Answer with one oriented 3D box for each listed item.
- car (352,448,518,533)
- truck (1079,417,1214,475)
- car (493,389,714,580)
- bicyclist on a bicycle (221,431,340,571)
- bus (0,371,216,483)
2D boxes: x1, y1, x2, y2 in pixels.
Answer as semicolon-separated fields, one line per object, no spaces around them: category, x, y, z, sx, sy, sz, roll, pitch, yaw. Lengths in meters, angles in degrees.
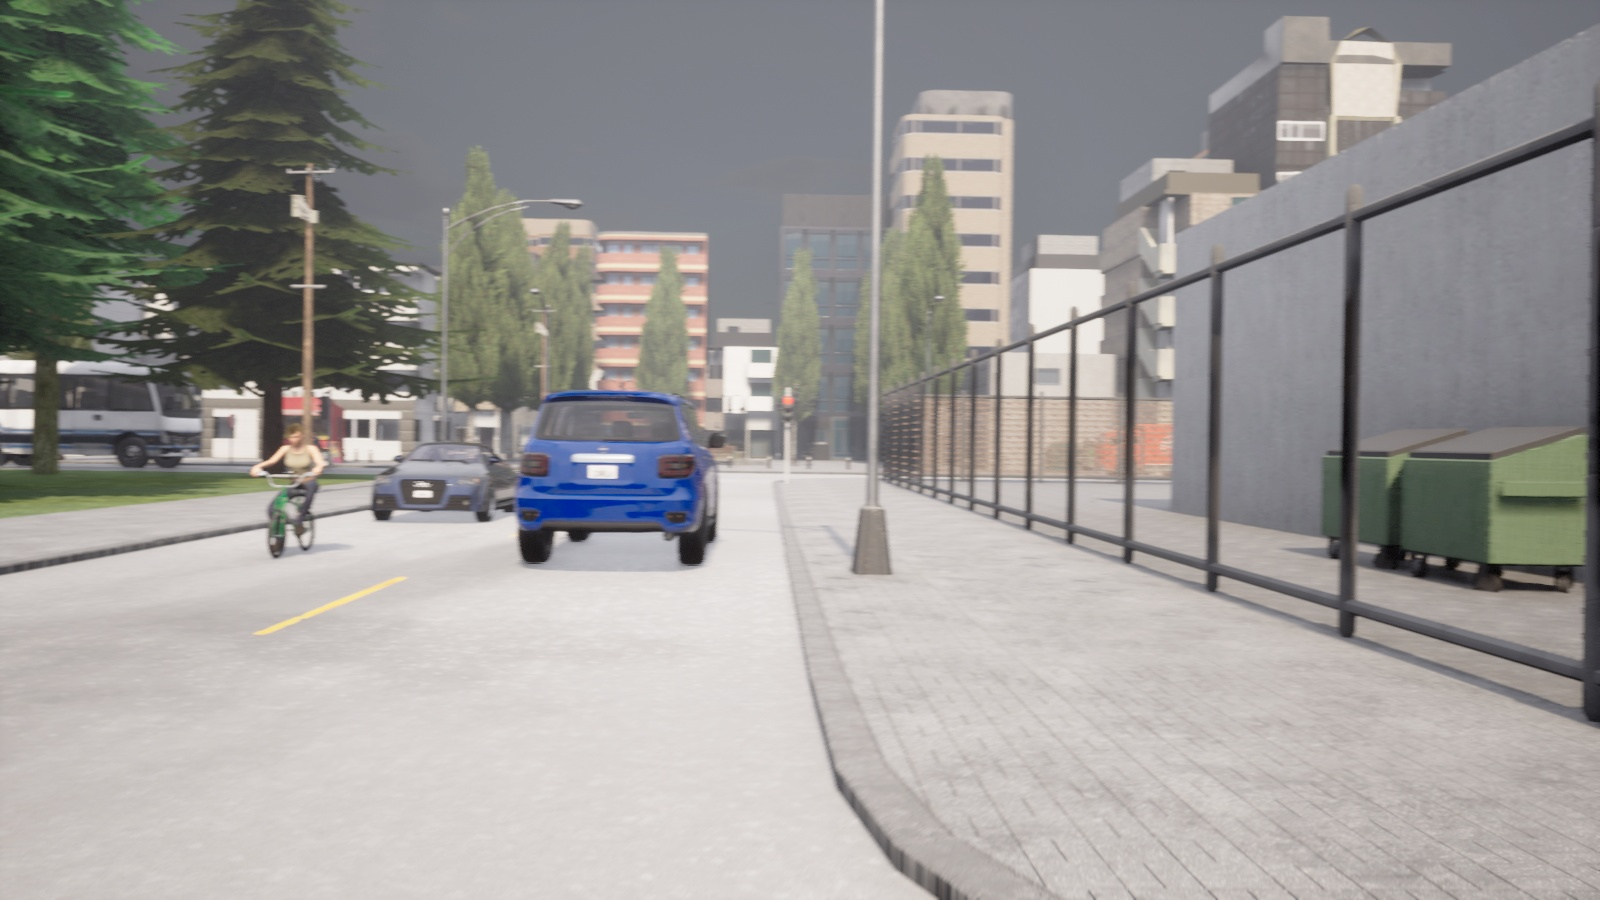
car;-6.554;0.664;23.023;1.994;1.385;4.181;0;0;-3
truck;15.276;-0.186;55.635;5.204;2.467;2.627;0;0;-2
car;-2.303;0.350;16.293;2.150;2.045;5.566;0;0;-2
bicyclist on a bicycle;-6.276;0.589;15.263;0.866;1.612;1.509;0;0;-2
bus;-29.338;-0.884;50.015;10.273;4.253;3.944;0;0;0
